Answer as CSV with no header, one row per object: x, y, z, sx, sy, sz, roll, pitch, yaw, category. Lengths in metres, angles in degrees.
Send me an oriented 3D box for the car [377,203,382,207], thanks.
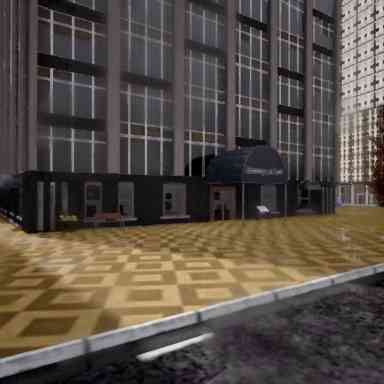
37.181,2.127,62.815,1.947,1.339,4.313,-1,-1,-22,car

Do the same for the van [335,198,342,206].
27.298,1.973,64.885,1.690,1.788,3.998,-1,-1,-22,van
